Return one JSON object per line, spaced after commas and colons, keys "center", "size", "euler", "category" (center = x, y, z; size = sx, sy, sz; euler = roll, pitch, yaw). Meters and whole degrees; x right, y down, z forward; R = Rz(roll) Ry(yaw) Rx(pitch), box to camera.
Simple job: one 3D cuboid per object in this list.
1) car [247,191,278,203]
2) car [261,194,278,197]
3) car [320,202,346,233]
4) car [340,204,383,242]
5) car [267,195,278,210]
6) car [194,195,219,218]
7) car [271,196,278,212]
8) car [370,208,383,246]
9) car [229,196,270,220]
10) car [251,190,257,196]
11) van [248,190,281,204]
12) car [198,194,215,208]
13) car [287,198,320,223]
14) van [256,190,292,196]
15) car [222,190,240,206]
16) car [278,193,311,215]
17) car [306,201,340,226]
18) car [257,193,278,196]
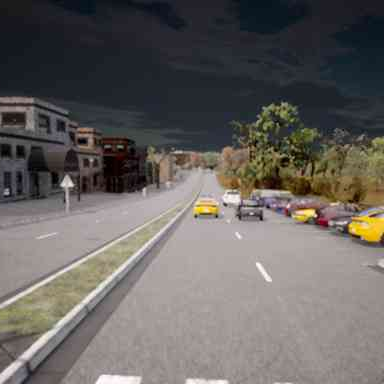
{"center": [11.086, 0.746, 52.607], "size": [4.553, 1.767, 2.185], "euler": [1, 2, 3], "category": "car"}
{"center": [10.298, 1.255, 36.105], "size": [4.792, 1.488, 2.163], "euler": [1, 1, 3], "category": "car"}
{"center": [9.488, 1.468, 16.835], "size": [4.892, 1.521, 2.231], "euler": [1, 0, 3], "category": "car"}
{"center": [9.356, 1.488, 14.085], "size": [5.008, 1.535, 2.097], "euler": [1, 0, 3], "category": "car"}
{"center": [10.209, 1.310, 33.348], "size": [4.674, 1.452, 2.002], "euler": [1, 1, 3], "category": "car"}
{"center": [1.217, 1.246, 28.002], "size": [1.882, 1.535, 5.008], "euler": [1, 0, 3], "category": "car"}
{"center": [10.083, 1.351, 30.597], "size": [4.674, 1.452, 2.002], "euler": [1, 1, 3], "category": "car"}
{"center": [9.234, 1.509, 11.333], "size": [4.892, 1.521, 2.231], "euler": [1, 0, 3], "category": "car"}
{"center": [4.359, 1.322, 26.026], "size": [2.128, 1.511, 4.902], "euler": [1, 1, 3], "category": "car"}
{"center": [10.667, 0.940, 44.482], "size": [4.553, 1.767, 2.185], "euler": [1, 1, 3], "category": "car"}
{"center": [10.820, 0.716, 49.862], "size": [4.442, 1.987, 1.878], "euler": [1, 2, 3], "category": "van"}
{"center": [1.874, 1.081, 42.332], "size": [2.033, 1.411, 5.357], "euler": [1, 1, 3], "category": "car"}
{"center": [9.538, 1.410, 22.348], "size": [5.366, 1.575, 1.946], "euler": [1, 1, 3], "category": "car"}
{"center": [10.689, 0.900, 41.592], "size": [4.442, 1.987, 1.878], "euler": [1, 1, 3], "category": "van"}
{"center": [5.209, 0.761, 43.868], "size": [2.150, 2.045, 5.566], "euler": [1, 1, 3], "category": "car"}
{"center": [9.936, 1.226, 27.838], "size": [4.553, 1.767, 2.185], "euler": [1, 1, 2], "category": "car"}
{"center": [9.631, 1.474, 19.582], "size": [4.792, 1.488, 2.163], "euler": [1, 1, 3], "category": "car"}
{"center": [10.478, 1.205, 38.851], "size": [4.792, 1.488, 2.163], "euler": [1, 1, 2], "category": "car"}
